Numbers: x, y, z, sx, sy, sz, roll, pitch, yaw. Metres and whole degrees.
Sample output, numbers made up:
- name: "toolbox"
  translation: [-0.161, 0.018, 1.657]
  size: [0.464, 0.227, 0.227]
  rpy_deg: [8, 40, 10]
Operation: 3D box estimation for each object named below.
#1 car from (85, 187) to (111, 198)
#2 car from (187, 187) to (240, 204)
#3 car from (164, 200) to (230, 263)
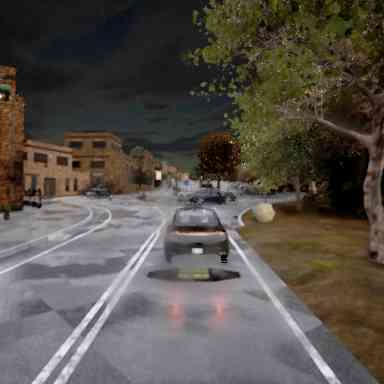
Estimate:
- name: "car"
  translation: [-13.871, 0.077, 49.261]
  size: [2.128, 1.511, 4.902]
  rpy_deg: [0, 1, 19]
- name: "car"
  translation: [1.977, 0.525, 33.868]
  size: [4.892, 1.490, 1.837]
  rpy_deg: [-2, 2, -12]
- name: "car"
  translation: [0.100, 1.256, 11.046]
  size: [2.128, 1.511, 4.902]
  rpy_deg: [0, 1, -1]
